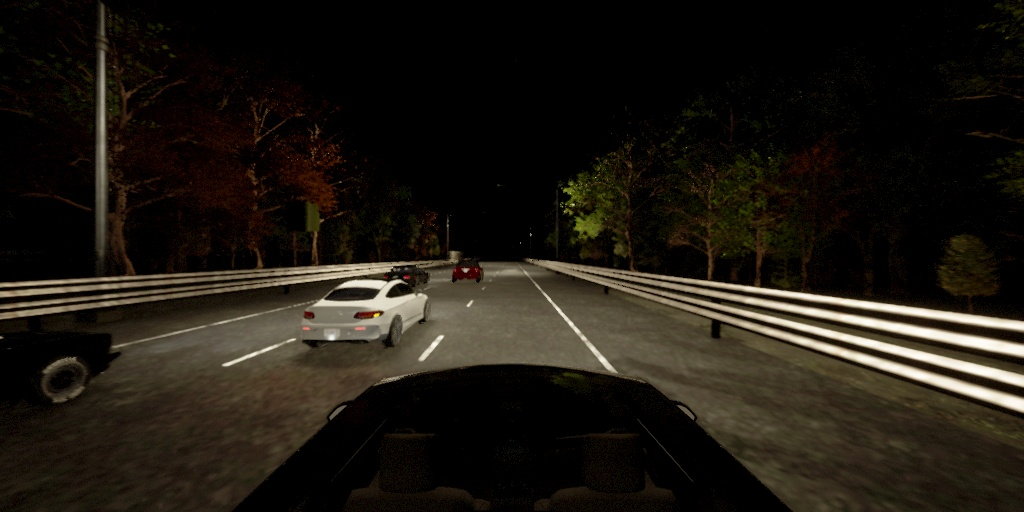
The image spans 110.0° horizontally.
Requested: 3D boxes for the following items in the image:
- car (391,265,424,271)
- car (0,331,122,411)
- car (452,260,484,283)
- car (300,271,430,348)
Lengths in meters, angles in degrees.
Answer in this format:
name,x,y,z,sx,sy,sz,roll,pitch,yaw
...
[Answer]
name,x,y,z,sx,sy,sz,roll,pitch,yaw
car,-6.935,1.324,23.990,2.033,1.411,5.357,0,0,0
car,-6.928,1.354,3.306,1.895,1.301,4.718,0,0,0
car,-3.440,1.133,28.755,2.097,1.767,4.553,0,0,0
car,-3.416,1.285,9.110,1.812,1.442,4.674,0,0,0
